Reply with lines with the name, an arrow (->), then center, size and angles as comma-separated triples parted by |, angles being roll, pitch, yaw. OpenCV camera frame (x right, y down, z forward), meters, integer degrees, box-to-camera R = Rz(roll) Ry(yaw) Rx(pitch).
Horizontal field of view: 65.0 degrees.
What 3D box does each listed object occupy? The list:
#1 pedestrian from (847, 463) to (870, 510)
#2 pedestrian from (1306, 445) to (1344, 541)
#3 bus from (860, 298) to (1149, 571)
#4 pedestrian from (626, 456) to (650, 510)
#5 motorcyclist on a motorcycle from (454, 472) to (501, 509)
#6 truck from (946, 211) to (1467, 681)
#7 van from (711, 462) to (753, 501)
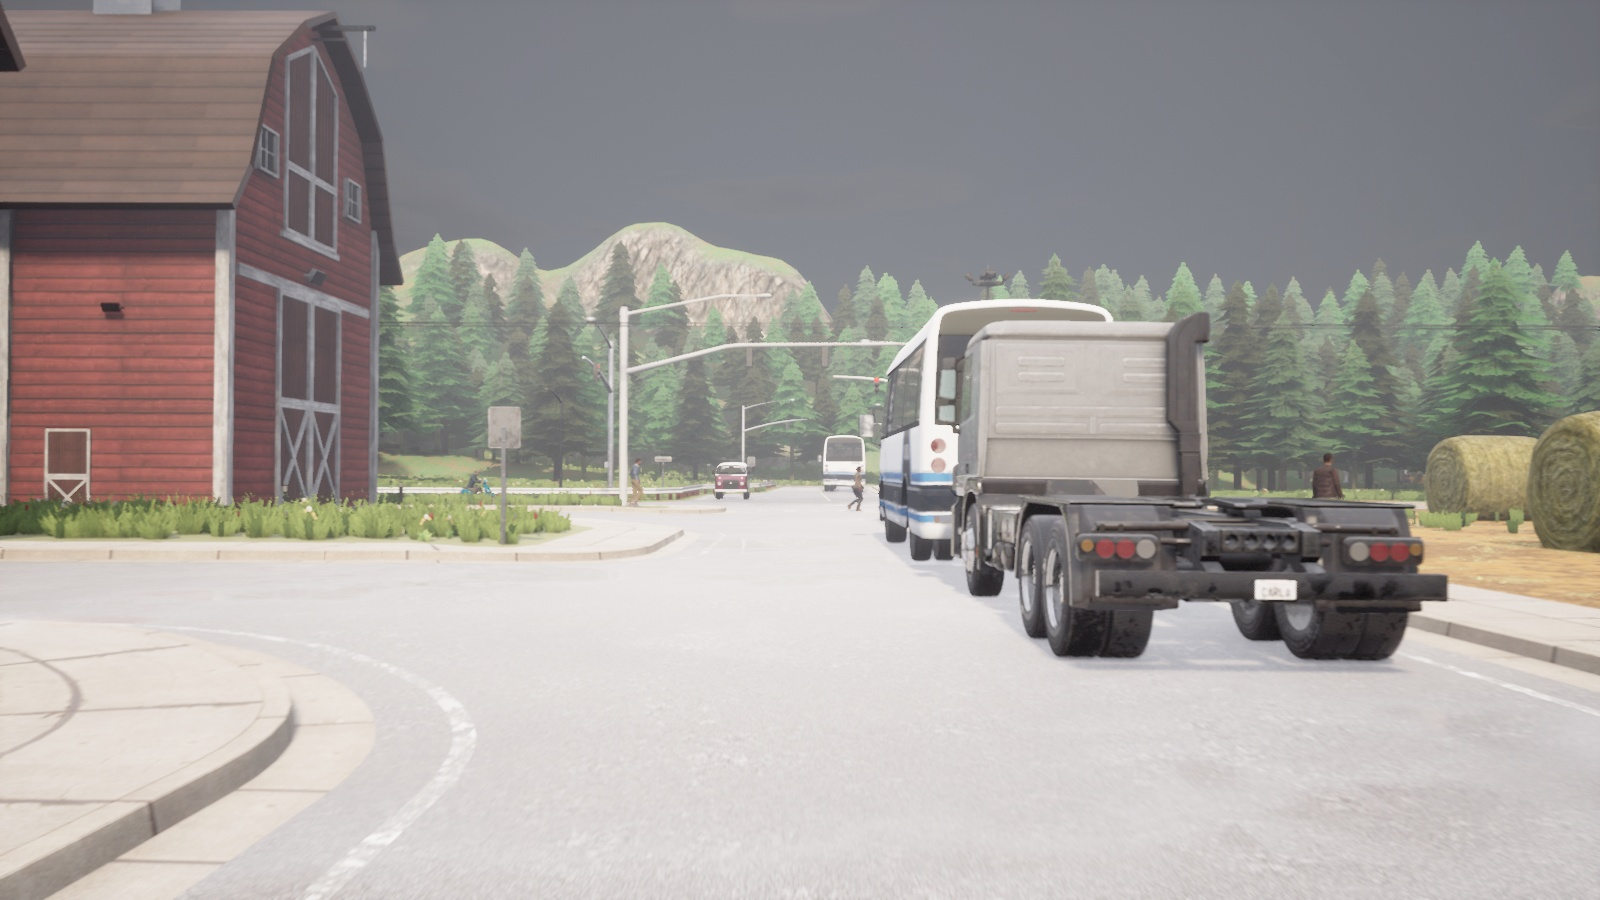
pedestrian -> 2.248, 1.417, 48.330 | 0.869, 1.805, 0.328 | 0, -1, -3
pedestrian -> 10.204, 0.835, 24.420 | 0.431, 1.840, 0.703 | -1, -1, 44
bus -> 3.432, -0.162, 24.713 | 3.944, 4.253, 10.273 | 0, -1, 0
pedestrian -> -5.954, 1.204, 46.120 | 0.788, 1.949, 0.423 | 0, -1, -27
motorcyclist on a motorcycle -> -14.299, 1.785, 55.708 | 1.817, 1.590, 0.866 | 0, -1, 1
truck -> 3.467, 0.025, 13.246 | 2.891, 3.462, 7.936 | 0, -1, 0
van -> -3.673, 1.708, 68.999 | 2.069, 2.038, 4.480 | 0, -1, 0
